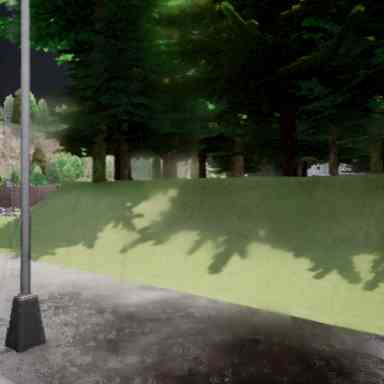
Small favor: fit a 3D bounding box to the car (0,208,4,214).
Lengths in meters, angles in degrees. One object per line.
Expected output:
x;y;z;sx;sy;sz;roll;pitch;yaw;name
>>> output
-20.594;1.631;30.882;2.033;1.411;5.357;0;0;43;car
